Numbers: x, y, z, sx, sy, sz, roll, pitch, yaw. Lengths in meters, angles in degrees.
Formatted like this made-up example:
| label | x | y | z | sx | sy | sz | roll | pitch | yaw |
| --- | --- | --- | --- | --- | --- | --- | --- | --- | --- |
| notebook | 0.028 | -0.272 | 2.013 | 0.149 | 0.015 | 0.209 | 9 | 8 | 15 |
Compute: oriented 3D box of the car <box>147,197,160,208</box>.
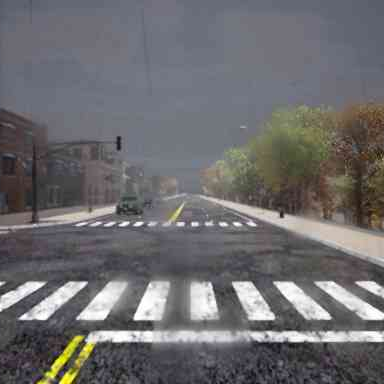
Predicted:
| label | x | y | z | sx | sy | sz | roll | pitch | yaw |
| --- | --- | --- | --- | --- | --- | --- | --- | --- | --- |
| car | -6.611 | 1.700 | 52.056 | 1.837 | 1.490 | 4.892 | 0 | 1 | 0 |

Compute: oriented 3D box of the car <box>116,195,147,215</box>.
| label | x | y | z | sx | sy | sz | roll | pitch | yaw |
| --- | --- | --- | --- | --- | --- | --- | --- | --- | --- |
| car | -6.552 | 1.345 | 35.522 | 2.150 | 2.045 | 5.566 | 0 | 0 | 0 |

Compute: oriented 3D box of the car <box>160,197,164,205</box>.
| label | x | y | z | sx | sy | sz | roll | pitch | yaw |
| --- | --- | --- | --- | --- | --- | --- | --- | --- | --- |
| car | -6.660 | 1.794 | 67.142 | 2.033 | 1.411 | 5.357 | 0 | 0 | 0 |
